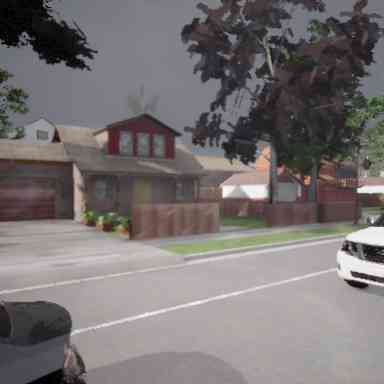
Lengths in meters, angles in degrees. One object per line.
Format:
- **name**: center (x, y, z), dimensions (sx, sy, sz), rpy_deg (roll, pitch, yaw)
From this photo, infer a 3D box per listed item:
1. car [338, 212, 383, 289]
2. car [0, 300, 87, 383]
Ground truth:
- **car**: center (5.860, 1.194, 8.047), dimensions (5.566, 2.045, 2.150), rpy_deg (0, 0, -35)
- **car**: center (-3.109, 1.507, 1.770), dimensions (4.892, 1.490, 1.837), rpy_deg (-1, 1, -35)
